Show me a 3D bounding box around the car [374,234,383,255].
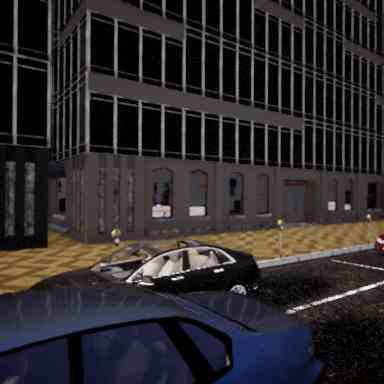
[{"bbox_3d":[8.645,1.723,12.650,4.206,1.307,1.802,1,0,-35],"label":"car"}]

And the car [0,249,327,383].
[{"bbox_3d":[-1.219,1.555,2.499,5.357,1.411,2.033,1,0,-35],"label":"car"}]

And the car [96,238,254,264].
[{"bbox_3d":[-0.648,1.585,6.076,4.403,1.369,2.008,1,0,-35],"label":"car"}]
